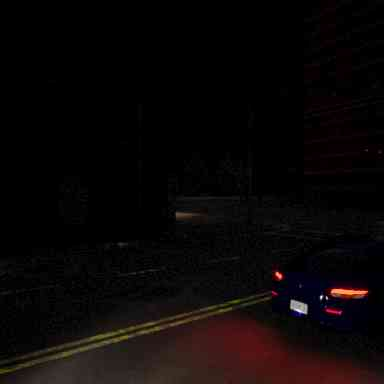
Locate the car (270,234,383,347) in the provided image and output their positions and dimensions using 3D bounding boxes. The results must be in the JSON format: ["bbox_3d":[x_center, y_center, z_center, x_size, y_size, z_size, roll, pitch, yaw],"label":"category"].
[{"bbox_3d":[3.453,1.526,6.234,4.674,1.442,1.812,0,0,-35],"label":"car"}]
